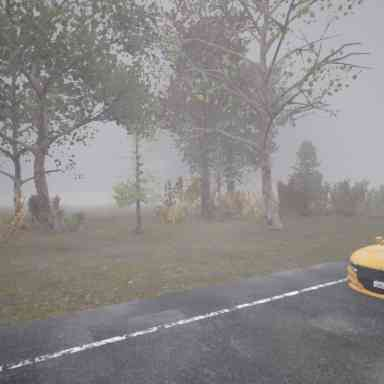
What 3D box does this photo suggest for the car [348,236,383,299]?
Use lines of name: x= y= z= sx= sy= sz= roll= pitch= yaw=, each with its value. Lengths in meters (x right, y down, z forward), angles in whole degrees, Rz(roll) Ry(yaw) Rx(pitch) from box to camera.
car: x=5.607 y=1.474 z=7.655 sx=5.008 sy=1.535 sz=1.882 roll=0 pitch=0 yaw=-34
